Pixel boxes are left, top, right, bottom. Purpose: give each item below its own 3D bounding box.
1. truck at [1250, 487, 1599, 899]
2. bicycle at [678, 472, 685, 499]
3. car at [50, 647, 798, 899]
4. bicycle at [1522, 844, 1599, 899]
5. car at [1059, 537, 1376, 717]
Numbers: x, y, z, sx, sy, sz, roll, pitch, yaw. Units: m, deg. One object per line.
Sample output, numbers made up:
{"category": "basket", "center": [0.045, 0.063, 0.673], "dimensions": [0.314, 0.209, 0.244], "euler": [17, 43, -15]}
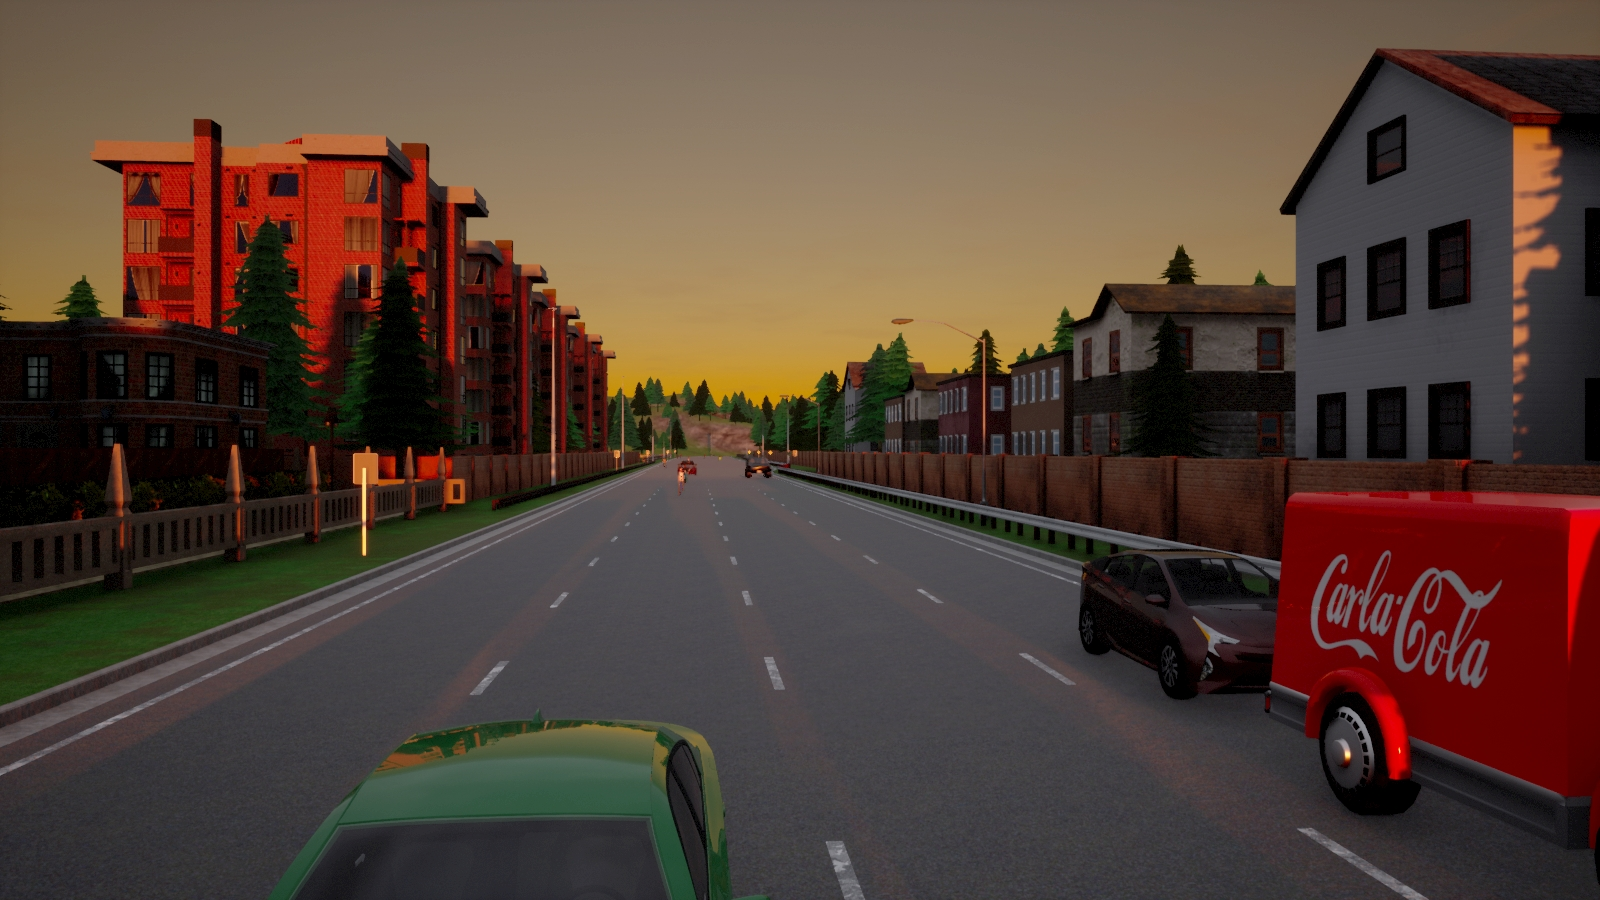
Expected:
{"category": "truck", "center": [5.566, 1.568, 7.740], "dimensions": [2.627, 2.467, 5.204], "euler": [0, 0, -5]}
{"category": "bicycle", "center": [-6.907, 2.056, 66.394], "dimensions": [0.373, 1.496, 1.643], "euler": [0, 0, -5]}
{"category": "car", "center": [-1.202, 2.034, 4.748], "dimensions": [2.097, 1.535, 5.006], "euler": [0, 0, -5]}
{"category": "bicycle", "center": [2.623, 2.056, 2.959], "dimensions": [0.373, 1.496, 1.643], "euler": [0, 0, -4]}
{"category": "car", "center": [4.945, 2.040, 14.354], "dimensions": [2.007, 1.525, 4.514], "euler": [0, 0, -5]}
